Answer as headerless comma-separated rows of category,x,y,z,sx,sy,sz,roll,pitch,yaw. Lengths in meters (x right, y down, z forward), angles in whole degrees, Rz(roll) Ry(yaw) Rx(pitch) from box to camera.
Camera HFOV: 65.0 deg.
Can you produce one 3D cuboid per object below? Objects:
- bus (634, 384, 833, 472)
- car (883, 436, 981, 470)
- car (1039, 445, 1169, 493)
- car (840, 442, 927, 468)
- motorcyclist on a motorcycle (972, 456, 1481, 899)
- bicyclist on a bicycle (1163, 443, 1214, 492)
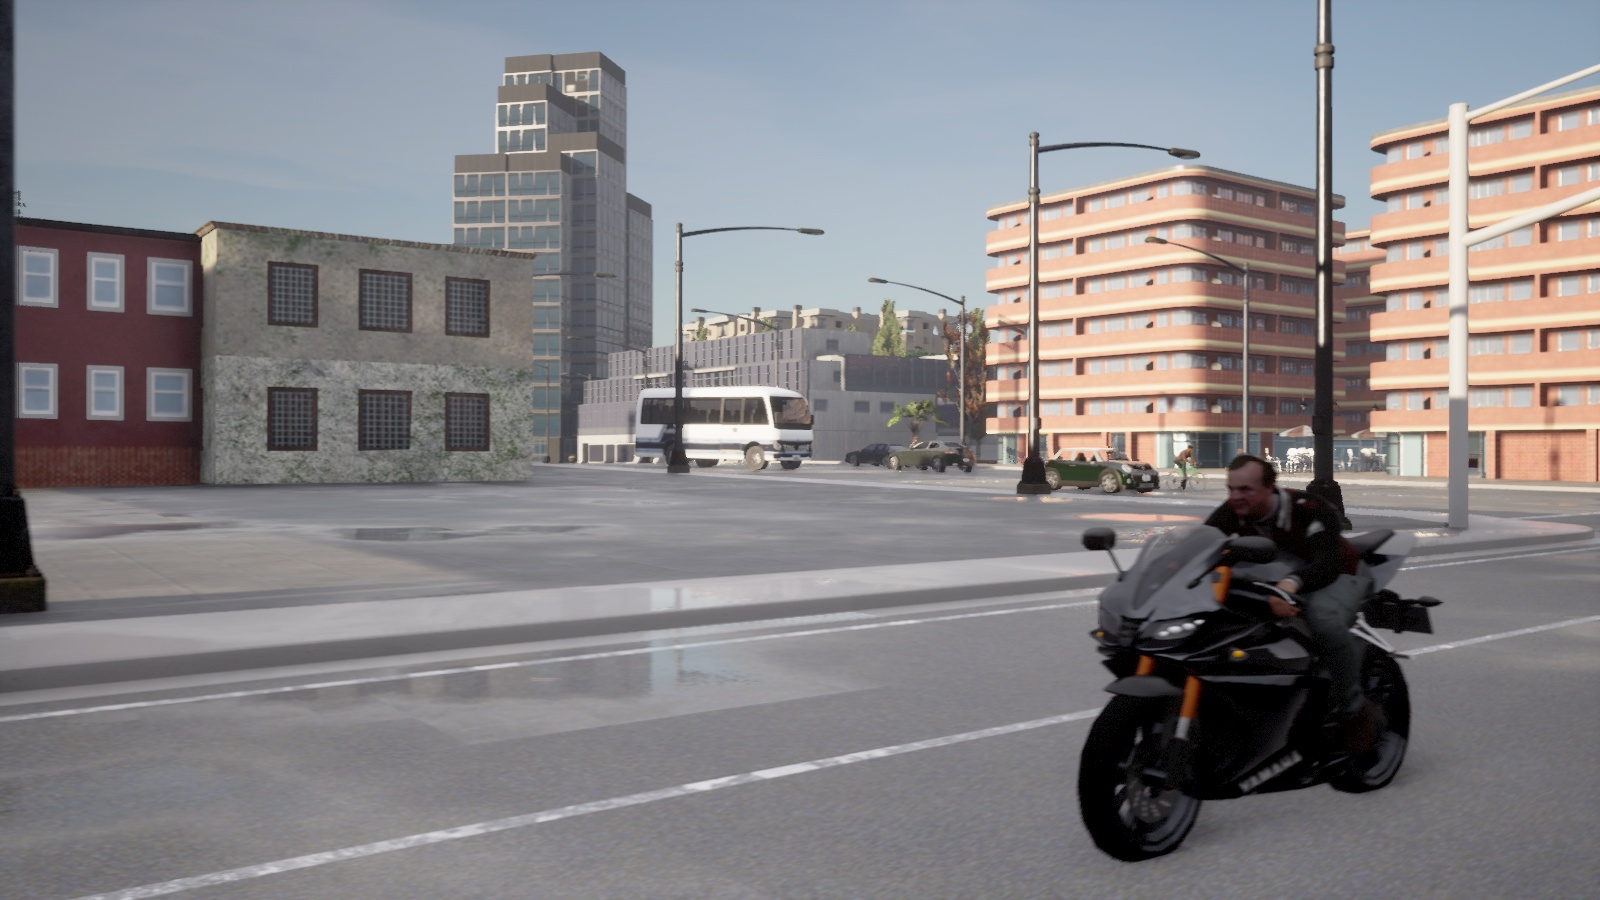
bus,-3.584,-1.132,65.101,10.273,4.253,3.944,1,1,38
car,6.693,0.121,64.066,2.152,1.651,5.027,0,1,-36
car,10.040,0.586,41.659,1.970,1.475,3.806,0,1,-36
car,4.793,0.277,72.611,2.033,1.411,5.357,0,1,-36
motorcyclist on a motorcycle,1.785,0.791,5.067,2.191,1.530,0.866,0,0,-37
bicyclist on a bicycle,13.322,0.582,43.100,0.582,1.620,1.656,0,1,-36
